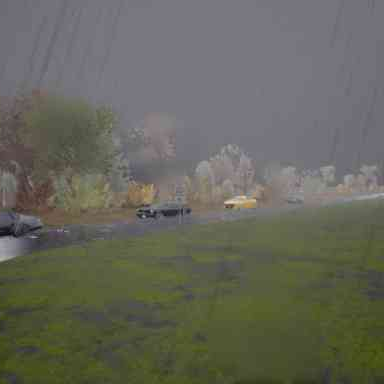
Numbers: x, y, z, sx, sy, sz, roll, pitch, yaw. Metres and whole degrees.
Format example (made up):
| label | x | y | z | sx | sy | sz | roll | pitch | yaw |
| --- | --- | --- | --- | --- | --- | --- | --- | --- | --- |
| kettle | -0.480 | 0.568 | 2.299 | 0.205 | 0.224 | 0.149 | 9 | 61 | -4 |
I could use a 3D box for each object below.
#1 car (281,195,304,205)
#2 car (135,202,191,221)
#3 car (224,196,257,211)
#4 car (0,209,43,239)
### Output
| label | x | y | z | sx | sy | sz | roll | pitch | yaw |
| --- | --- | --- | --- | --- | --- | --- | --- | --- | --- |
| car | 14.806 | 1.106 | 48.674 | 2.033 | 1.411 | 5.357 | 0 | 1 | 36 |
| car | -2.139 | 1.415 | 25.494 | 1.895 | 1.301 | 4.718 | 0 | 1 | 36 |
| car | 5.195 | 1.184 | 35.578 | 1.882 | 1.535 | 5.008 | 0 | 1 | 36 |
| car | -9.343 | 1.471 | 14.687 | 2.033 | 1.411 | 5.357 | 0 | 1 | 28 |
